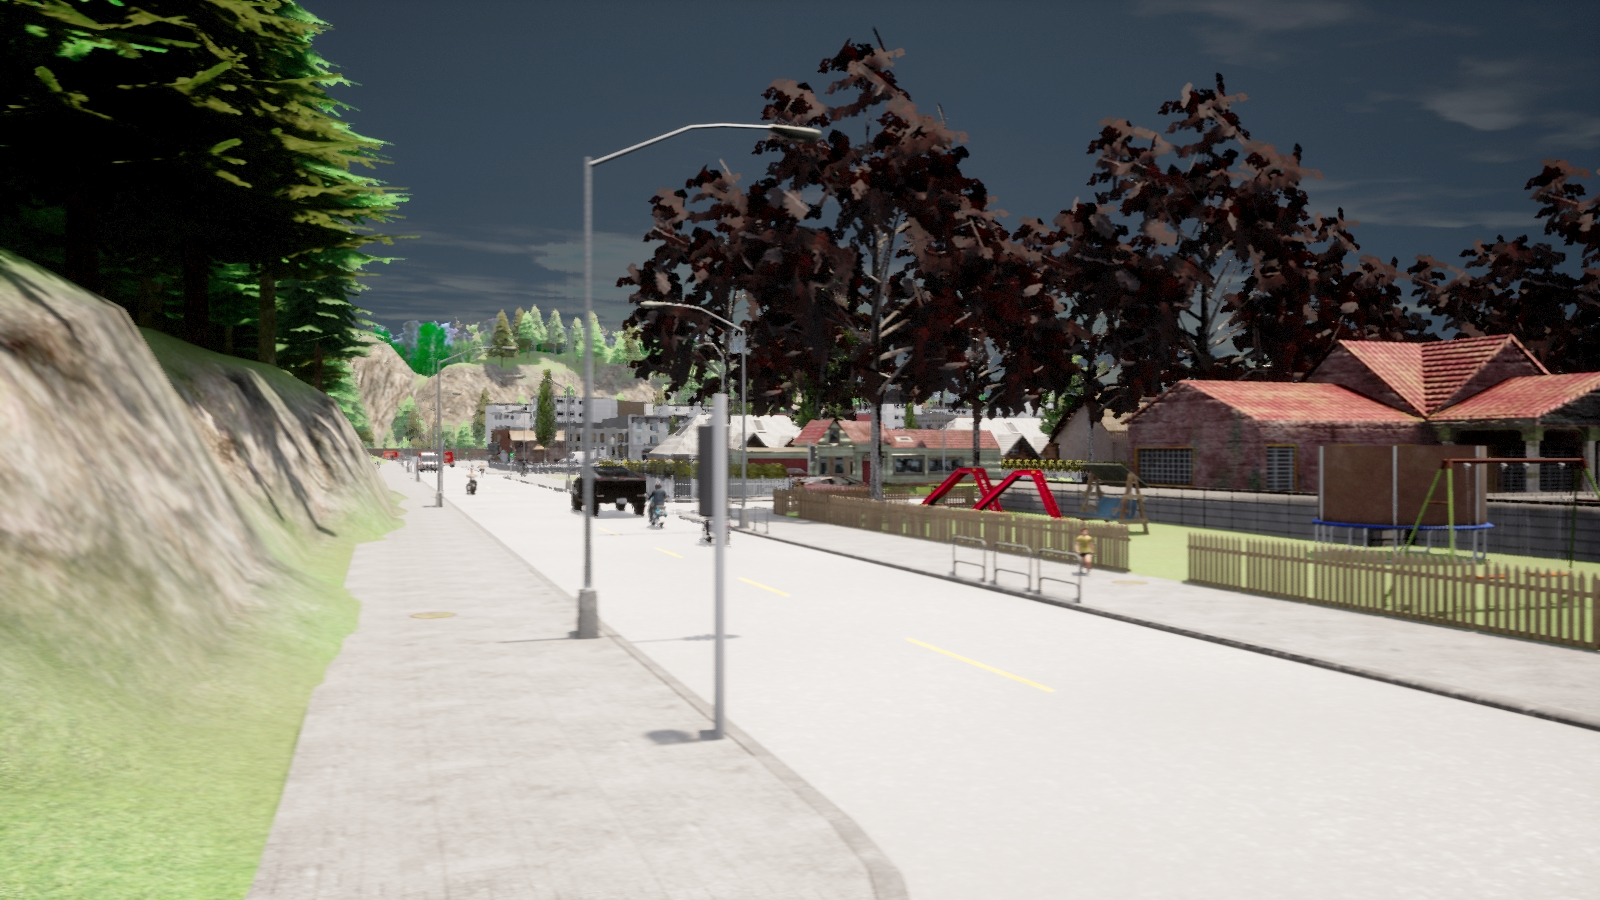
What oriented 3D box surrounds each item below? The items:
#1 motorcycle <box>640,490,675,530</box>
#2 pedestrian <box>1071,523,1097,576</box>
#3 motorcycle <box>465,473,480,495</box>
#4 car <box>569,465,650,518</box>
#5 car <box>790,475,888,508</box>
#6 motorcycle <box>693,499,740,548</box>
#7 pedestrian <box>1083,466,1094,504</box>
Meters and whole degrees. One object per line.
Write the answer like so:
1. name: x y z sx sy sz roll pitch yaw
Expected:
1. motorcycle: -5.139 2.143 41.041 0.856 1.316 1.805 0 0 -20
2. pedestrian: 6.086 2.127 24.490 0.500 1.100 0.500 0 0 9
3. motorcycle: -20.648 2.155 72.018 0.764 1.307 2.356 0 0 -20
4. car: -8.442 1.754 50.154 2.390 2.098 6.274 0 0 -20
5. car: 1.945 2.042 57.251 4.514 1.525 2.007 0 0 -21
6. motorcycle: -2.496 2.156 33.840 0.764 1.307 2.356 0 0 -20
7. pedestrian: 14.385 1.748 57.042 0.375 1.860 0.375 0 0 -20
